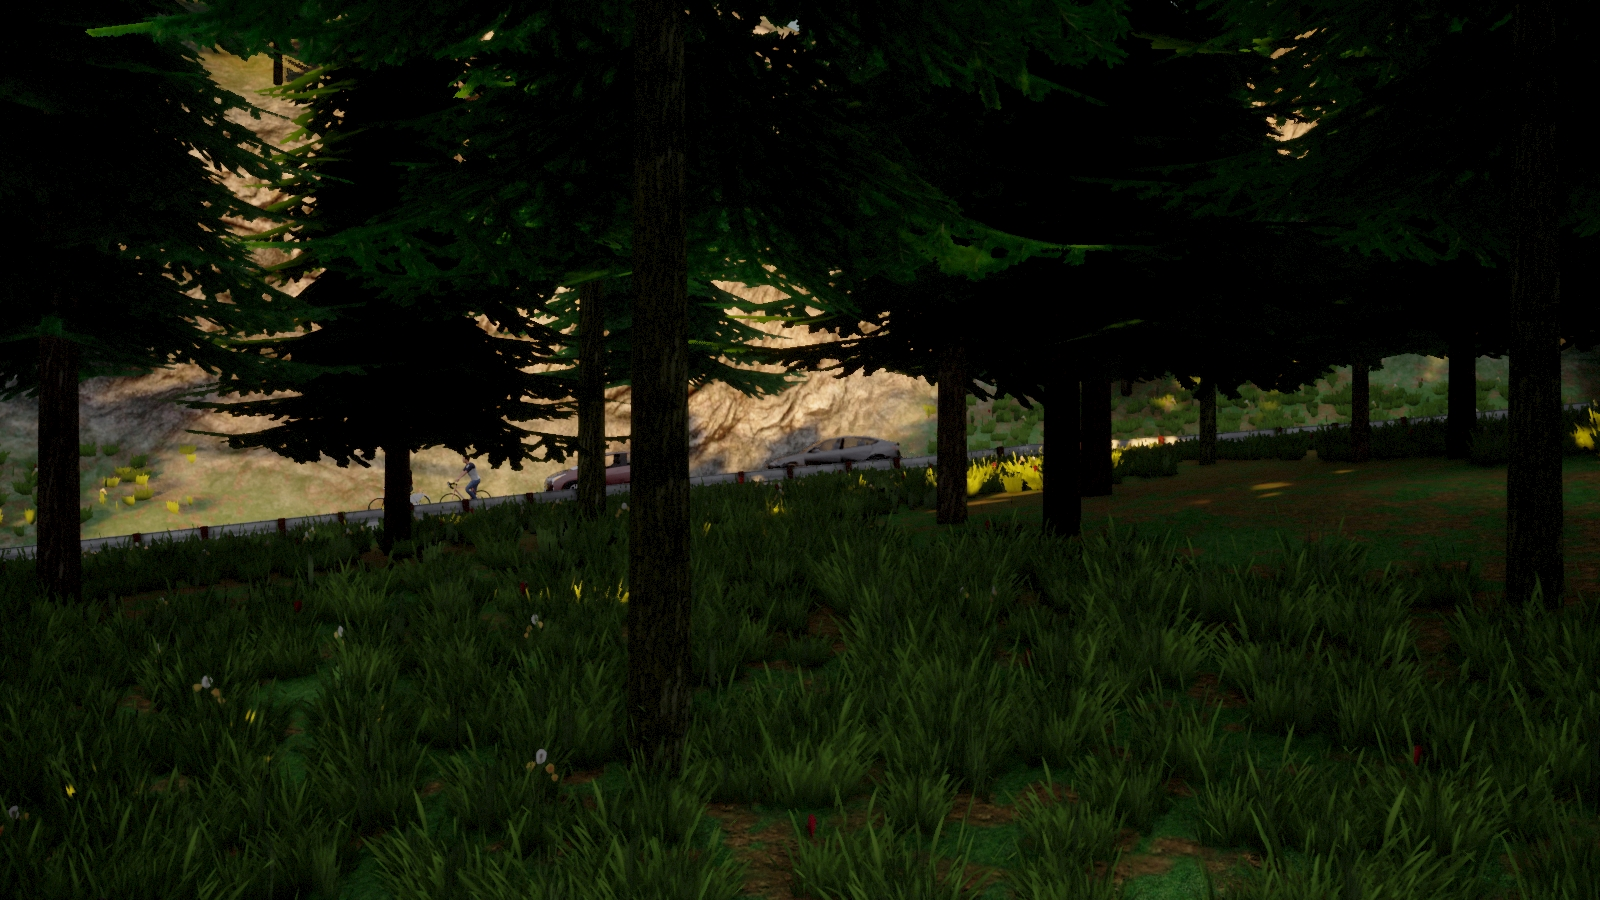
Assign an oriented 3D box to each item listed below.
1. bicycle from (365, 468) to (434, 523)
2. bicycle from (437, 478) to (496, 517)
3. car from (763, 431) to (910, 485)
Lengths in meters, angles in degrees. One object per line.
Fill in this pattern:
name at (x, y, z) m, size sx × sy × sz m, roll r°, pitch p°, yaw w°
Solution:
bicycle at (-12.076, 1.355, 34.488) m, size 1.835 × 1.471 × 0.329 m, roll -5°, pitch 2°, yaw -29°
bicycle at (-10.252, 1.440, 35.171) m, size 1.643 × 1.024 × 0.373 m, roll -5°, pitch 3°, yaw -36°
car at (1.223, 0.275, 39.806) m, size 4.792 × 1.488 × 2.163 m, roll -4°, pitch 1°, yaw -5°
